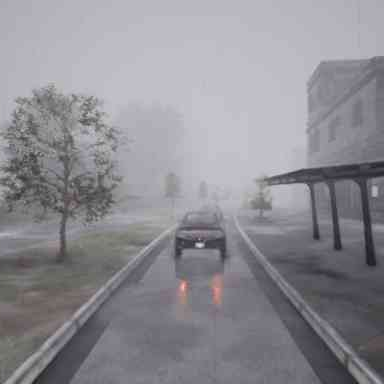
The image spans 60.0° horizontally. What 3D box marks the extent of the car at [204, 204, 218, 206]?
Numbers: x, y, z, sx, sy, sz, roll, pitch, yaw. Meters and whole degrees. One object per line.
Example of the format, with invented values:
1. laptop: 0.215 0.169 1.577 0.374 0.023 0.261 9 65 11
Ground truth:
1. car: 1.632 1.702 28.168 1.994 1.385 4.181 0 0 7

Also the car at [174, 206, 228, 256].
1. car: 0.411 1.538 13.368 2.128 1.511 4.902 0 0 4

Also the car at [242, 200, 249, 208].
1. car: 9.705 2.080 57.716 2.097 1.535 5.008 -1 -1 12
